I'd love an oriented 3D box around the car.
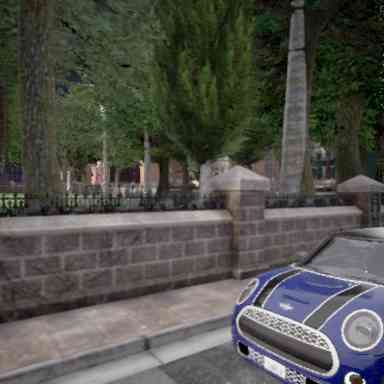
[{"bbox_3d":[2.758,1.380,5.031,4.553,1.767,2.097,0,0,-35],"label":"car"}]
